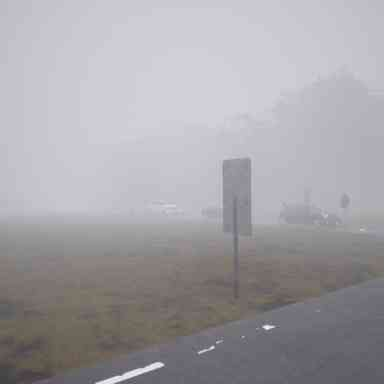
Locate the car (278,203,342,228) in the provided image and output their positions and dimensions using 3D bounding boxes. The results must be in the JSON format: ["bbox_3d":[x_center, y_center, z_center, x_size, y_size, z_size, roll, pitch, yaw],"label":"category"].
[{"bbox_3d":[8.700,1.654,24.744,2.097,1.767,4.553,-1,-1,-34],"label":"car"}]

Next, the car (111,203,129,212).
[{"bbox_3d":[-13.291,2.789,60.845,2.128,1.511,4.902,-1,-1,-35],"label":"car"}]

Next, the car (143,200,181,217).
[{"bbox_3d":[-3.574,2.029,42.173,2.150,2.045,5.566,-1,-1,-35],"label":"car"}]

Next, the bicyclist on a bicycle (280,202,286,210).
[{"bbox_3d":[9.482,1.857,34.042,1.656,1.620,0.582,0,-1,-35],"label":"bicyclist on a bicycle"}]

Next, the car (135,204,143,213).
[{"bbox_3d":[-7.244,2.505,52.376,1.882,1.535,5.008,-1,-1,-35],"label":"car"}]

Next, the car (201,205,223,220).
[{"bbox_3d":[2.944,2.008,32.947,1.882,1.535,5.008,-1,-1,-35],"label":"car"}]
